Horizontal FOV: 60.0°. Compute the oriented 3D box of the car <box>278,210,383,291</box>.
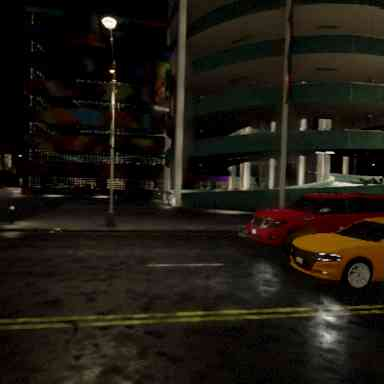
[{"bbox_3d":[4.999,1.399,8.447,5.008,1.535,1.882,1,2,-13],"label":"car"}]

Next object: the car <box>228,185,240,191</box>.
[{"bbox_3d":[8.674,-0.357,64.818,2.435,2.045,5.566,1,1,-10],"label":"car"}]

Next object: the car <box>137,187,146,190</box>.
[{"bbox_3d":[-9.409,-0.359,60.807,1.895,1.301,4.718,1,1,-10],"label":"car"}]

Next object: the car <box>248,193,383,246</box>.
[{"bbox_3d":[4.846,1.052,11.881,5.566,2.045,2.150,1,2,-12],"label":"car"}]

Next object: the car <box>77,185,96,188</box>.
[{"bbox_3d":[-14.740,-0.337,47.908,2.002,1.452,4.674,1,1,-10],"label":"car"}]

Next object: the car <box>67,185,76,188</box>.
[{"bbox_3d":[-20.901,-0.711,59.207,2.161,1.482,4.786,1,1,-10],"label":"car"}]
